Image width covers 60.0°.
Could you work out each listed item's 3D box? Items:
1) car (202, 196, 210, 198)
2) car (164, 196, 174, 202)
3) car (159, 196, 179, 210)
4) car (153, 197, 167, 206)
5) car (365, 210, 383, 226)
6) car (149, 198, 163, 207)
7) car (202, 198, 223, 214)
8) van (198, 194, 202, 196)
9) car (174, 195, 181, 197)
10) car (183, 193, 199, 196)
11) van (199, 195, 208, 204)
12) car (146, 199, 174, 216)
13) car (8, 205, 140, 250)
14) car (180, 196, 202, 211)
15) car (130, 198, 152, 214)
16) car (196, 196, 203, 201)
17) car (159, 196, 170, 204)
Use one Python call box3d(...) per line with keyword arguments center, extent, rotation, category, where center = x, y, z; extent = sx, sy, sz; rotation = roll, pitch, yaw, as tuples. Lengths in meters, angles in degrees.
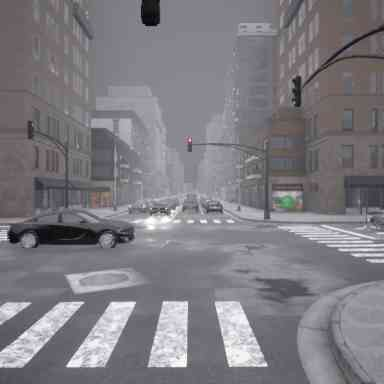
box3d(center=(2.386, 1.639, 47.103), extent=(1.802, 1.307, 4.206), rotation=(0, 0, 0), category="car")
box3d(center=(-5.574, 1.690, 80.183), extent=(2.008, 1.369, 4.403), rotation=(0, 0, 0), category="car")
box3d(center=(-3.105, 1.614, 43.438), extent=(1.994, 1.385, 4.181), rotation=(0, 0, 1), category="car")
box3d(center=(-5.617, 1.631, 58.140), extent=(2.008, 1.369, 4.403), rotation=(0, 0, 0), category="car")
box3d(center=(13.384, 1.441, 20.591), extent=(4.902, 1.511, 2.128), rotation=(0, 0, 0), category="car")
box3d(center=(-5.628, 1.650, 52.629), extent=(1.802, 1.307, 4.206), rotation=(0, 0, 0), category="car")
box3d(center=(2.364, 1.604, 36.081), extent=(1.947, 1.339, 4.313), rotation=(0, 0, 0), category="car")
box3d(center=(2.408, 1.421, 58.125), extent=(1.690, 1.788, 3.998), rotation=(0, 0, 0), category="van")
box3d(center=(-3.078, 1.633, 53.397), extent=(1.994, 1.385, 4.181), rotation=(0, 0, 0), category="car")
box3d(center=(-0.112, 1.323, 65.315), extent=(2.150, 2.045, 5.566), rotation=(0, 0, 0), category="car")
box3d(center=(2.429, 1.449, 69.146), extent=(1.690, 1.788, 3.998), rotation=(0, 0, 0), category="van")
box3d(center=(-3.129, 1.635, 33.460), extent=(1.895, 1.301, 4.718), rotation=(0, 0, 0), category="car")
box3d(center=(-4.909, 1.488, 13.833), extent=(5.008, 1.535, 1.882), rotation=(0, 0, 0), category="car")
box3d(center=(-0.176, 1.537, 40.712), extent=(2.128, 1.511, 4.902), rotation=(0, 0, 0), category="car")
box3d(center=(-5.661, 1.478, 36.097), extent=(1.967, 1.590, 4.097), rotation=(0, 0, 0), category="car")
box3d(center=(2.061, 1.693, 90.050), extent=(1.812, 1.442, 4.674), rotation=(0, 0, 0), category="car")
box3d(center=(-5.596, 1.548, 69.162), extent=(1.967, 1.590, 4.097), rotation=(0, 0, 0), category="car")
